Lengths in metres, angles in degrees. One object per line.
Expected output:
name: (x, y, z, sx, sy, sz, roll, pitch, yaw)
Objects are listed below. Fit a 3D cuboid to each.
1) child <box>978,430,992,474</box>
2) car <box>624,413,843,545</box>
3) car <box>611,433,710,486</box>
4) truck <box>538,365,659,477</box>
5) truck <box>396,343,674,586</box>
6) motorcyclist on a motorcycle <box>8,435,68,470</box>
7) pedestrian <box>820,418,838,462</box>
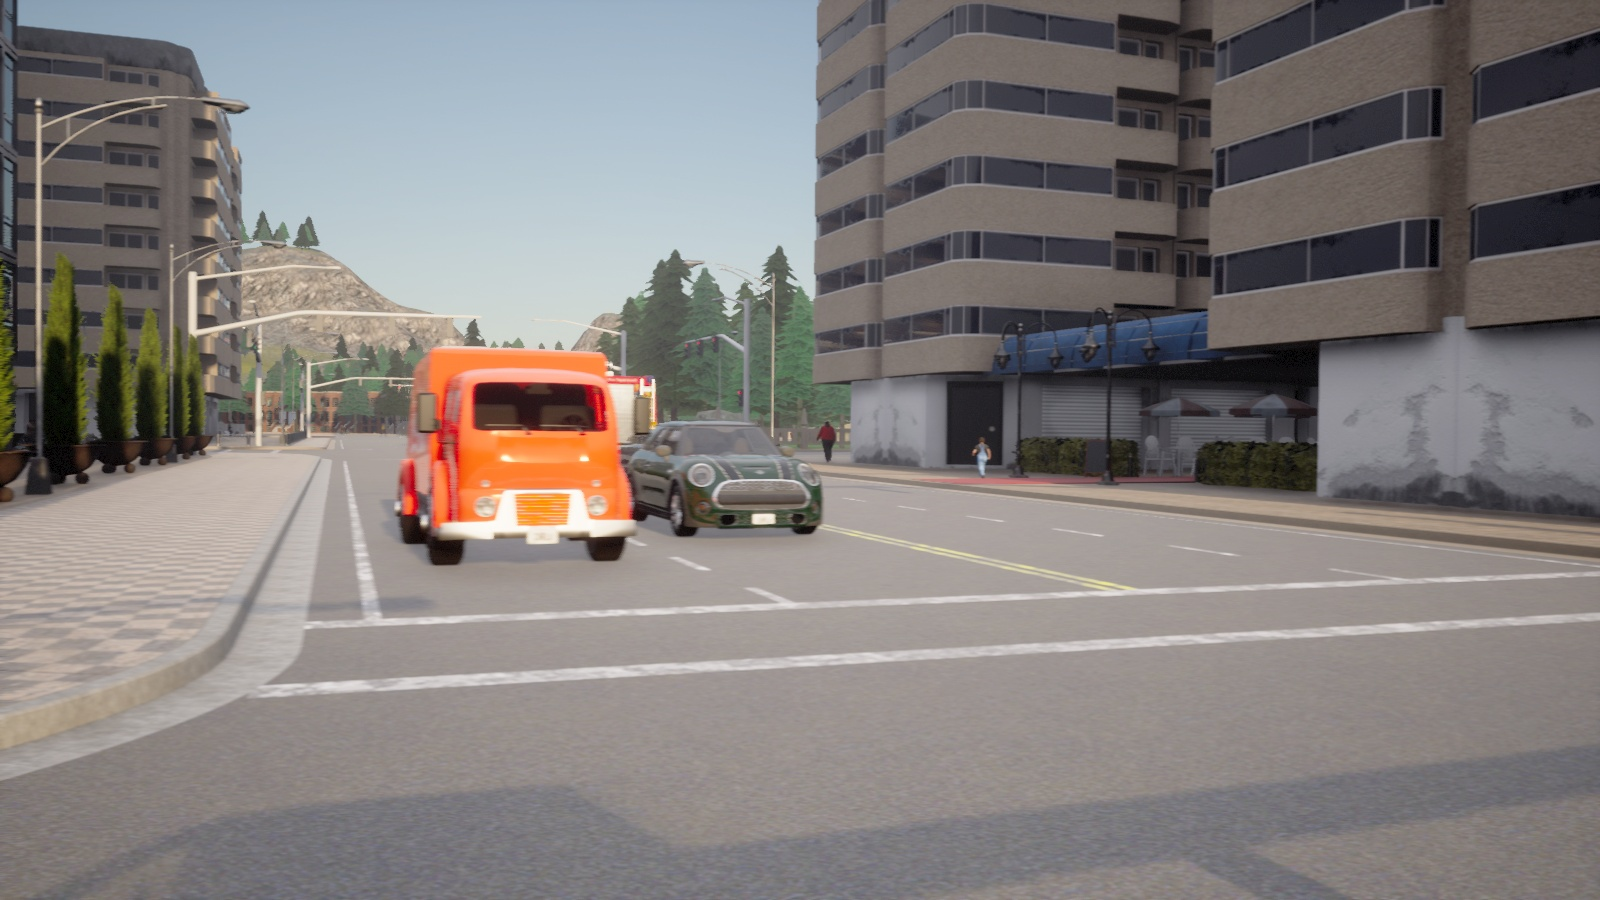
child: (5.436, 0.056, 36.893, 0.270, 1.263, 0.437, -1, 1, -10)
car: (-1.179, 0.353, 19.422, 2.097, 1.767, 4.553, -1, 1, -20)
car: (-4.308, 0.230, 38.051, 1.837, 1.490, 4.892, -1, 1, -20)
truck: (-7.778, -1.054, 47.421, 2.891, 3.827, 8.468, -1, 1, -20)
truck: (-3.514, 0.095, 15.622, 2.627, 2.467, 5.204, -1, 1, -20)
motorcyclist on a motorcycle: (-36.560, 0.107, 60.293, 2.350, 1.649, 0.766, -1, 1, -20)
pedestrian: (1.247, -0.432, 53.640, 0.634, 1.844, 0.899, -1, 1, -6)
